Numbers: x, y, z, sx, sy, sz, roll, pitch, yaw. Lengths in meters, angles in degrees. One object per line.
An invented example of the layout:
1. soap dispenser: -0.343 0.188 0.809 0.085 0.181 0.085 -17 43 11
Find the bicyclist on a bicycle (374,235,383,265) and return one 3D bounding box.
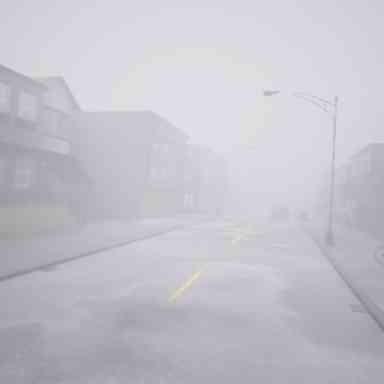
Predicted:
1. bicyclist on a bicycle: 7.296 1.811 11.641 1.656 1.620 0.582 3 0 15

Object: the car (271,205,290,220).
1. car: 9.872 2.282 37.114 2.128 1.511 4.902 3 -1 15

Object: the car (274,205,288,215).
1. car: 13.418 2.680 50.287 1.895 1.301 4.718 3 0 15
